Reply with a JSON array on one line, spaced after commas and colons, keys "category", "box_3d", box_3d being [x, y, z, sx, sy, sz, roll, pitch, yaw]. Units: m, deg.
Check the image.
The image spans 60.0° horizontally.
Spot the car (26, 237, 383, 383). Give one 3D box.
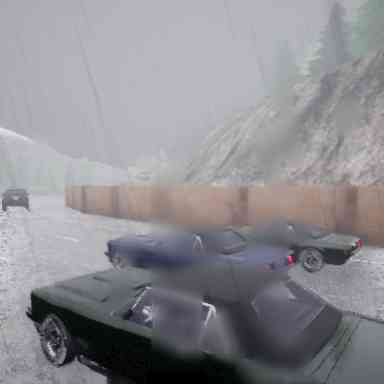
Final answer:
[{"category": "car", "box_3d": [0.032, 1.565, 3.985, 4.718, 1.301, 1.895, 1, 1, 36]}]

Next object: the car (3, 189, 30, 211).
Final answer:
[{"category": "car", "box_3d": [-17.048, 0.683, 32.351, 2.150, 2.045, 5.566, 0, 1, -27]}]

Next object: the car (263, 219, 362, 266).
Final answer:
[{"category": "car", "box_3d": [2.705, 1.536, 10.671, 4.718, 1.301, 1.895, 1, 1, 36]}]

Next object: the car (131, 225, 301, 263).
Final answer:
[{"category": "car", "box_3d": [-0.015, 1.522, 8.316, 4.718, 1.301, 1.895, 1, 1, 36]}]
